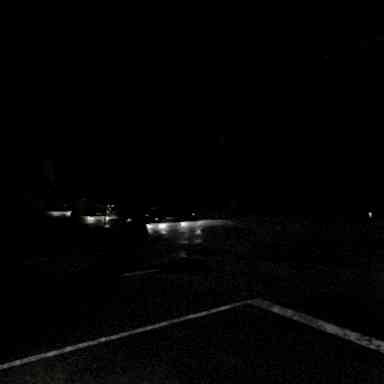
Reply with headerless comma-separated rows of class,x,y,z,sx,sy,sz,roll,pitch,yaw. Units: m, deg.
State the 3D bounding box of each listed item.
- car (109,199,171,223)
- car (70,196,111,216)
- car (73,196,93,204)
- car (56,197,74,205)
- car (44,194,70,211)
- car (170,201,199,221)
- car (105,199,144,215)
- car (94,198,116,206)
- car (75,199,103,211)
car,-4.206,1.570,26.097,2.033,1.411,5.357,0,0,-39
car,-10.345,1.500,33.740,1.882,1.535,5.008,0,0,-39
car,-21.088,1.531,64.103,2.128,1.511,4.902,0,0,-38
car,-23.594,1.634,61.635,1.895,1.301,4.718,0,0,-38
car,-16.885,1.243,41.896,2.150,2.045,5.566,0,0,-38
car,-1.390,1.534,28.180,1.837,1.490,4.892,0,0,-39
car,-7.282,1.520,35.517,2.128,1.511,4.902,0,0,-39
car,-14.749,1.641,56.317,1.895,1.301,4.718,0,0,-39
car,-13.461,1.629,43.218,1.895,1.301,4.718,0,0,-39
